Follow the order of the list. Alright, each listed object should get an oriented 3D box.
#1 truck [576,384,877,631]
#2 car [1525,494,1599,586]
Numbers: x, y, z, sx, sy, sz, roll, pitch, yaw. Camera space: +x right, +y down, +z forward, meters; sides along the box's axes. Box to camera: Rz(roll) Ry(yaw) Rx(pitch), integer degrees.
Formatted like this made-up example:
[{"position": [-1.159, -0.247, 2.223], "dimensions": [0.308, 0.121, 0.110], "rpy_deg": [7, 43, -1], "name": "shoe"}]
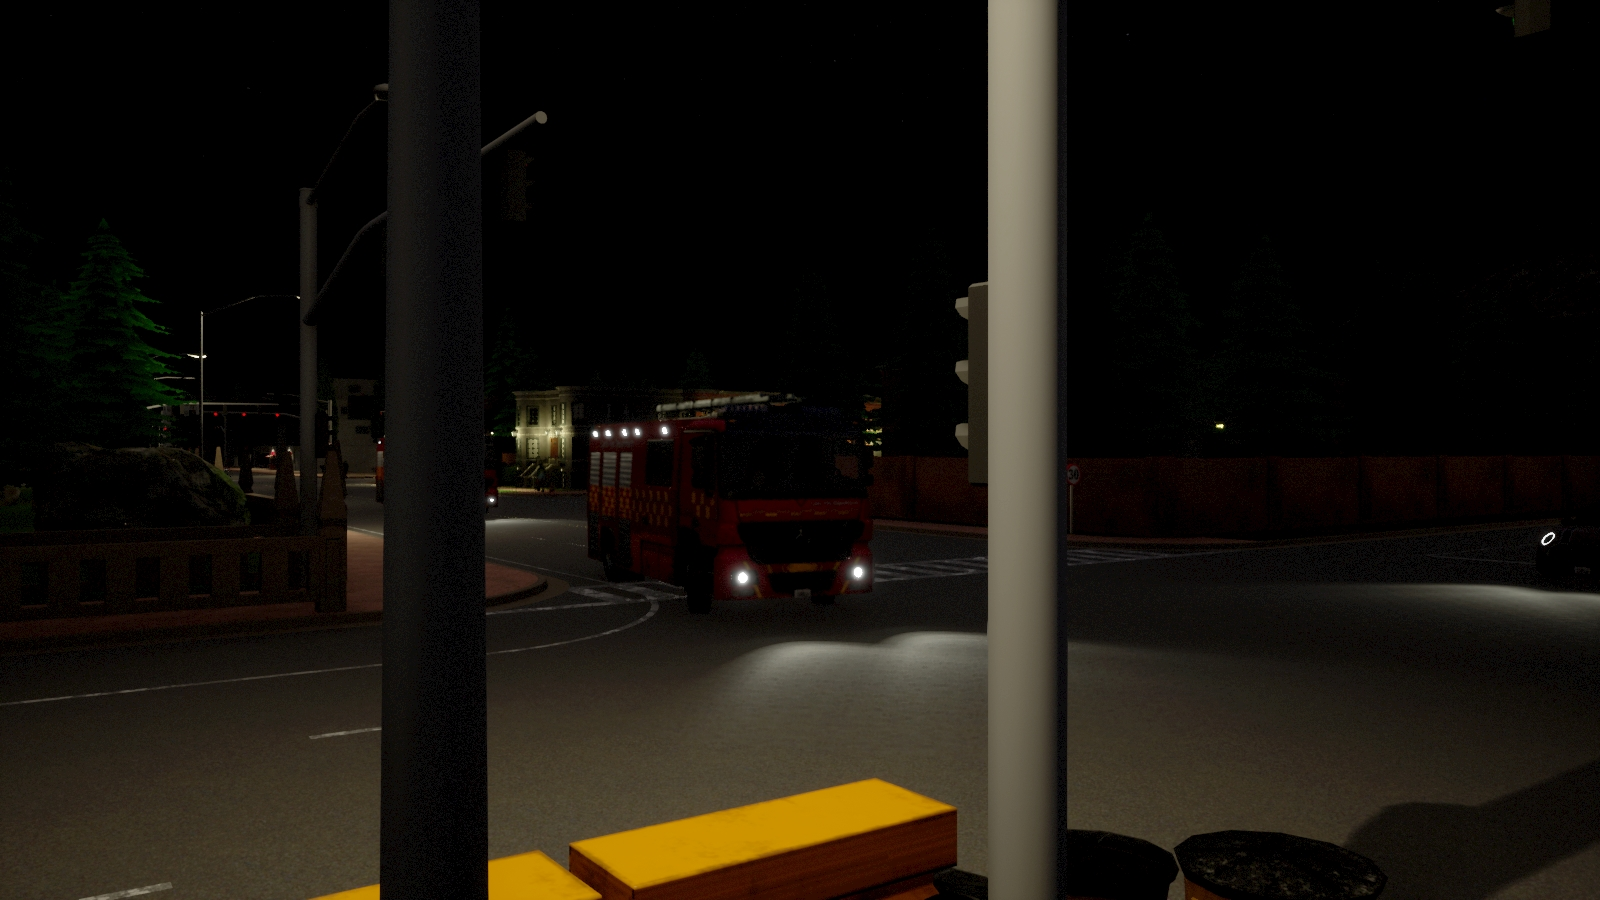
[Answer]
[{"position": [-1.846, 0.890, 22.148], "dimensions": [2.891, 3.827, 8.468], "rpy_deg": [0, 0, -25], "name": "truck"}, {"position": [18.010, 1.906, 24.946], "dimensions": [4.553, 1.767, 2.097], "rpy_deg": [0, 0, -35], "name": "car"}]
